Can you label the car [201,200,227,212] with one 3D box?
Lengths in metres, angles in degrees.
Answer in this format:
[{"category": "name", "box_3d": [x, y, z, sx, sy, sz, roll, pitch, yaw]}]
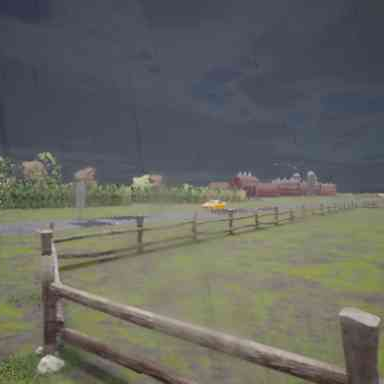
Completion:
[{"category": "car", "box_3d": [3.084, 1.850, 45.999, 1.882, 1.535, 5.008, 1, 0, 34]}]
